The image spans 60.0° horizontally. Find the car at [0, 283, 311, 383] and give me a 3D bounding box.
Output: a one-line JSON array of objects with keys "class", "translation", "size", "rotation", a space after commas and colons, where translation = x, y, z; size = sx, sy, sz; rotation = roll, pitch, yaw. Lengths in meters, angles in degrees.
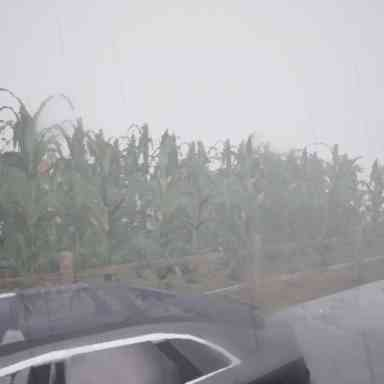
[{"class": "car", "translation": [-1.293, 1.491, 2.030], "size": [4.902, 1.511, 2.128], "rotation": [1, 0, -35]}]
